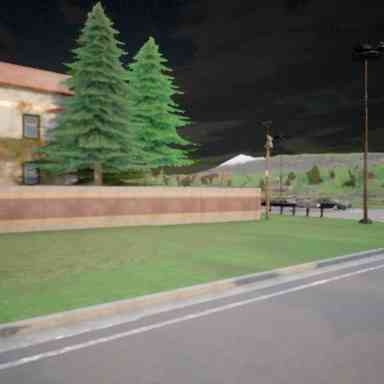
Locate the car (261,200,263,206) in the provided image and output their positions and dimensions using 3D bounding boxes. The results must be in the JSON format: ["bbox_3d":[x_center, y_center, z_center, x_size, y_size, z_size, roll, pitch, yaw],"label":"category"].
[{"bbox_3d":[8.306,1.531,49.130,2.128,1.511,4.902,0,0,-36],"label":"car"}]

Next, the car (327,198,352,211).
[{"bbox_3d":[17.481,1.549,42.409,1.837,1.490,4.892,0,0,-36],"label":"car"}]

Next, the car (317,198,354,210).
[{"bbox_3d":[19.591,1.612,45.466,1.994,1.385,4.181,0,0,-36],"label":"car"}]

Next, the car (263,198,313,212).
[{"bbox_3d":[11.171,1.513,39.185,1.882,1.535,5.008,0,0,-36],"label":"car"}]

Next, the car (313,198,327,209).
[{"bbox_3d":[13.702,1.531,41.659,2.128,1.511,4.902,0,0,-36],"label":"car"}]

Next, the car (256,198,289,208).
[{"bbox_3d":[12.057,1.644,49.917,1.895,1.301,4.718,0,0,-36],"label":"car"}]

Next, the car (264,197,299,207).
[{"bbox_3d":[14.192,1.595,52.967,2.033,1.411,5.357,0,0,-36],"label":"car"}]
